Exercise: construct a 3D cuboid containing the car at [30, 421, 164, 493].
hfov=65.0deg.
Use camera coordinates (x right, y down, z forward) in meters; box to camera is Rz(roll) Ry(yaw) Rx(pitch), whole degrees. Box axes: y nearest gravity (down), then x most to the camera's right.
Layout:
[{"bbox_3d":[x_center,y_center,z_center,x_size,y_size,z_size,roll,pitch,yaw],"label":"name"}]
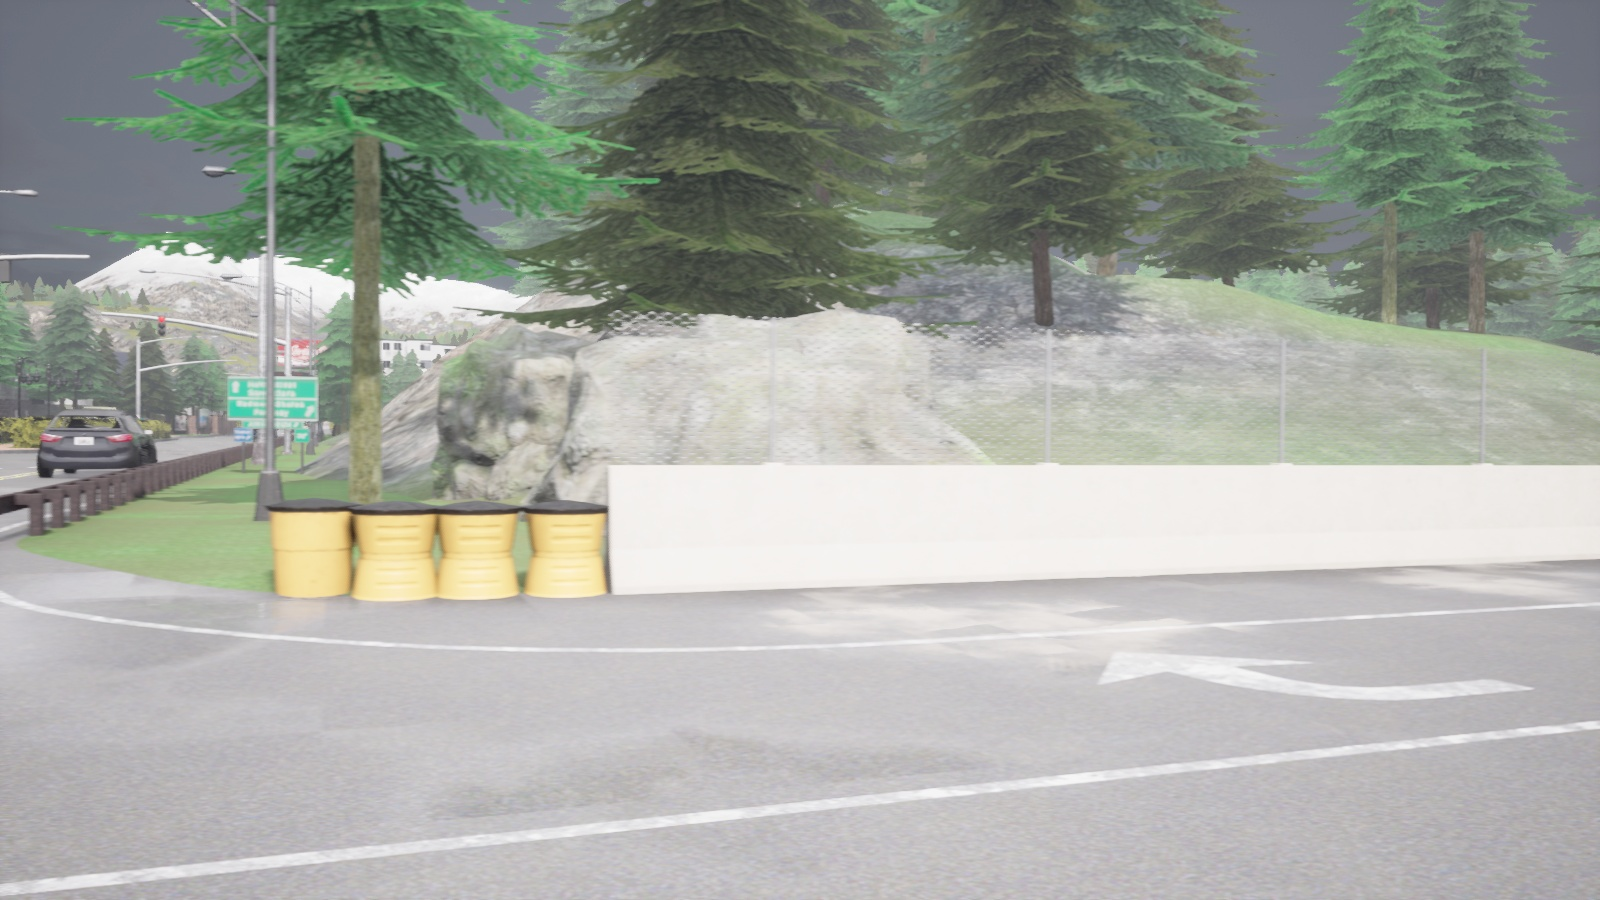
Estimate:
[{"bbox_3d":[-17.720,0.119,31.895,2.242,1.667,4.611,-1,1,-20],"label":"car"}]
